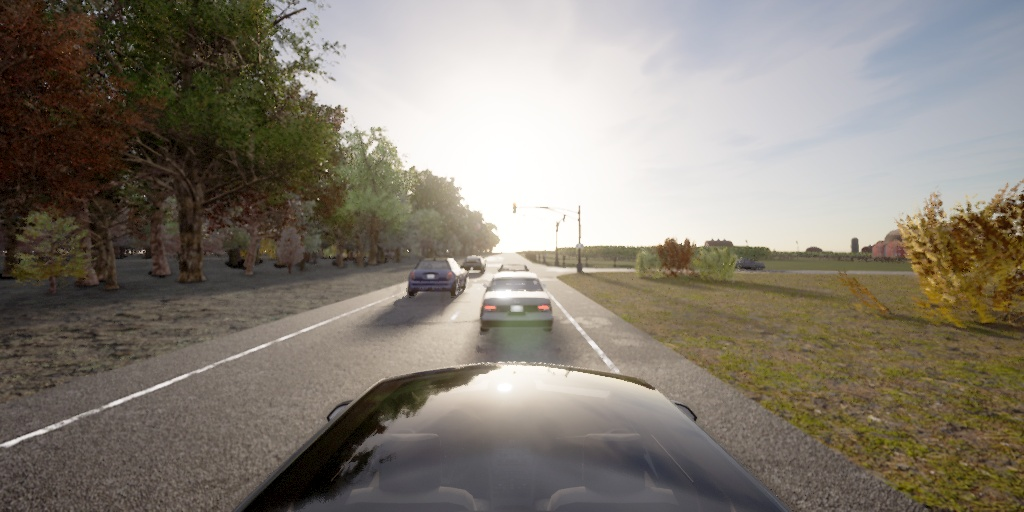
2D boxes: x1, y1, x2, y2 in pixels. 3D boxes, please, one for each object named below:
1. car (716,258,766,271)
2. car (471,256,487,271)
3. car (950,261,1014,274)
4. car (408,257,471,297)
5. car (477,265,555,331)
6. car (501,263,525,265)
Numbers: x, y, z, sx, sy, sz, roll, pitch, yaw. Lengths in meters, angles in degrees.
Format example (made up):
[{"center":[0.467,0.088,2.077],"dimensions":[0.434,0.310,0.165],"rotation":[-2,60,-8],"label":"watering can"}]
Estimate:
[{"center":[26.998,0.997,42.603],"dimensions":[5.357,1.411,2.033],"rotation":[1,0,0],"label":"car"},{"center":[-3.429,0.766,33.041],"dimensions":[1.837,1.490,4.892],"rotation":[0,1,0],"label":"car"},{"center":[51.384,1.313,38.888],"dimensions":[4.718,1.301,1.895],"rotation":[1,0,1],"label":"car"},{"center":[-3.415,0.860,17.191],"dimensions":[2.097,1.767,4.553],"rotation":[0,1,0],"label":"car"},{"center":[0.087,1.162,10.367],"dimensions":[2.033,1.411,5.357],"rotation":[0,1,0],"label":"car"},{"center":[0.081,1.064,20.027],"dimensions":[1.895,1.301,4.718],"rotation":[0,1,0],"label":"car"}]
